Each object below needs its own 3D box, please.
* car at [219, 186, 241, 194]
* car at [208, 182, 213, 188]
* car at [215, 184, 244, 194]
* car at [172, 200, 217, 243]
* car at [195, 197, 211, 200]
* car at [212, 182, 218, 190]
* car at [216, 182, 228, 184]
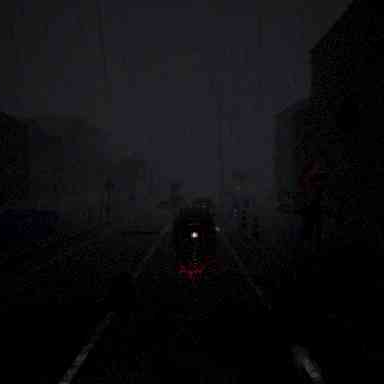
[{"bbox_3d":[8.193,-0.438,72.270,4.674,1.452,2.002,0,3,-1],"label":"car"},{"bbox_3d":[7.945,-1.477,94.291,5.008,1.535,2.097,0,2,-1],"label":"car"},{"bbox_3d":[8.035,-0.340,69.512,5.366,1.575,1.946,0,3,-1],"label":"car"},{"bbox_3d":[0.106,1.407,15.772,1.837,1.490,4.892,0,2,0],"label":"car"},{"bbox_3d":[1.066,1.218,31.373,2.033,1.411,5.357,0,1,12],"label":"car"},{"bbox_3d":[8.156,-1.001,77.760,5.566,2.045,2.435,0,3,-1],"label":"car"},{"bbox_3d":[8.127,-0.741,75.013,4.553,1.767,2.185,0,3,-1],"label":"car"}]
